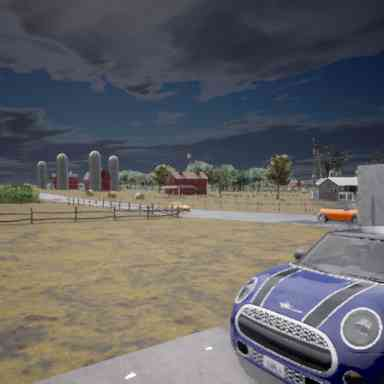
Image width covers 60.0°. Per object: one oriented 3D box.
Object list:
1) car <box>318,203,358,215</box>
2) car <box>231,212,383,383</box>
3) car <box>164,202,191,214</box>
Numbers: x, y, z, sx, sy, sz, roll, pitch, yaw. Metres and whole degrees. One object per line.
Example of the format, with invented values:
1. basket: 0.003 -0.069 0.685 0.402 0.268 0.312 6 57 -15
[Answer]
1. car: 12.491 1.654 26.638 2.097 1.767 4.553 -1 0 -32
2. car: 2.738 1.350 5.029 4.553 1.767 2.097 0 0 -36
3. car: -2.085 2.220 47.489 1.882 1.535 5.008 -1 0 -35
